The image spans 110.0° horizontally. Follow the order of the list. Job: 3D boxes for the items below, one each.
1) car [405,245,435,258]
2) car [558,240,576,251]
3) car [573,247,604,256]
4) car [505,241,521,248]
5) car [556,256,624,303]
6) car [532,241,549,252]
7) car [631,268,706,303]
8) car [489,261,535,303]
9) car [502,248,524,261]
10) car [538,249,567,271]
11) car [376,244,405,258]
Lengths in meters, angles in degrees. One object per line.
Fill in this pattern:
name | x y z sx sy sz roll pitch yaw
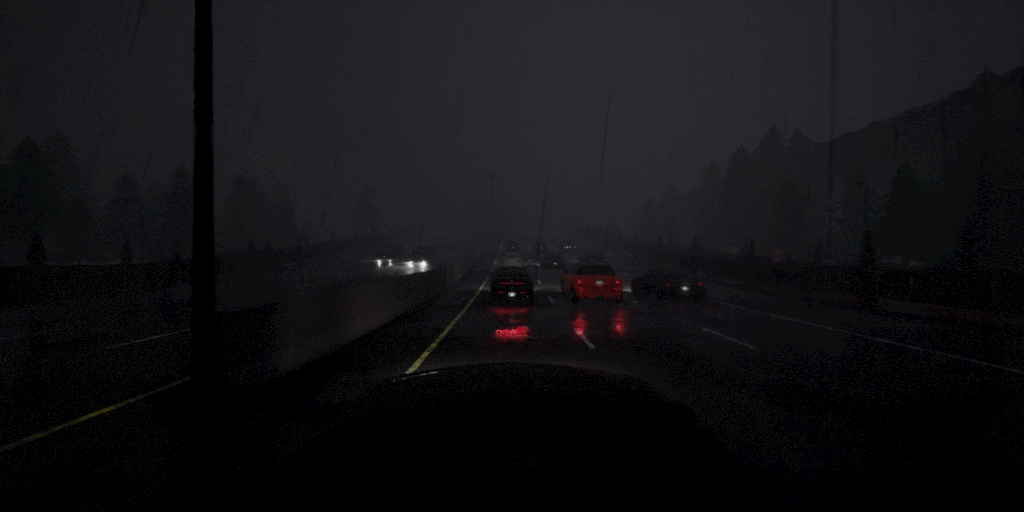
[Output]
car | -10.389 -0.585 41.546 1.895 1.301 4.718 0 7 0
car | 7.140 -1.319 46.575 2.033 1.411 5.357 0 7 0
car | 7.055 0.340 31.395 2.128 1.511 4.902 0 5 0
car | 0.140 -1.310 46.616 1.994 1.385 4.181 0 7 0
car | 3.500 1.047 16.451 2.097 1.767 4.553 0 1 0
car | 3.640 -1.310 46.596 1.994 1.385 4.181 0 7 0
car | 7.000 1.255 16.485 1.994 1.385 4.181 0 1 0
car | 0.001 1.197 16.484 1.837 1.490 4.892 0 1 0
car | 0.056 0.378 31.433 1.812 1.442 4.674 0 5 0
car | 3.556 0.418 31.417 1.994 1.385 4.181 0 5 0
car | -13.889 -0.641 41.589 2.033 1.411 5.357 0 7 0
